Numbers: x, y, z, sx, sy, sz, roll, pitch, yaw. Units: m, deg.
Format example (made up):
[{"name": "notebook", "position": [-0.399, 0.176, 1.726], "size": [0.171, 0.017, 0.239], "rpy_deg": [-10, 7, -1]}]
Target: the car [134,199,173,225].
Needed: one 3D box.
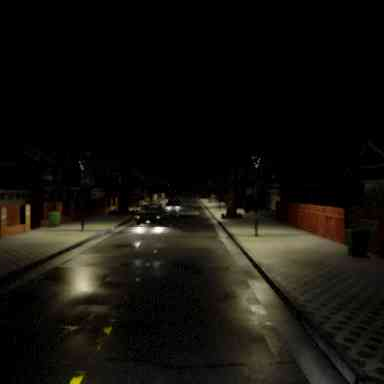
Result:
[{"name": "car", "position": [-2.758, 1.488, 23.583], "size": [2.033, 1.411, 5.357], "rpy_deg": [0, 0, 0]}]

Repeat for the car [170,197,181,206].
[{"name": "car", "position": [-2.723, 1.461, 50.716], "size": [1.994, 1.385, 4.181], "rpy_deg": [0, 0, 0]}]
